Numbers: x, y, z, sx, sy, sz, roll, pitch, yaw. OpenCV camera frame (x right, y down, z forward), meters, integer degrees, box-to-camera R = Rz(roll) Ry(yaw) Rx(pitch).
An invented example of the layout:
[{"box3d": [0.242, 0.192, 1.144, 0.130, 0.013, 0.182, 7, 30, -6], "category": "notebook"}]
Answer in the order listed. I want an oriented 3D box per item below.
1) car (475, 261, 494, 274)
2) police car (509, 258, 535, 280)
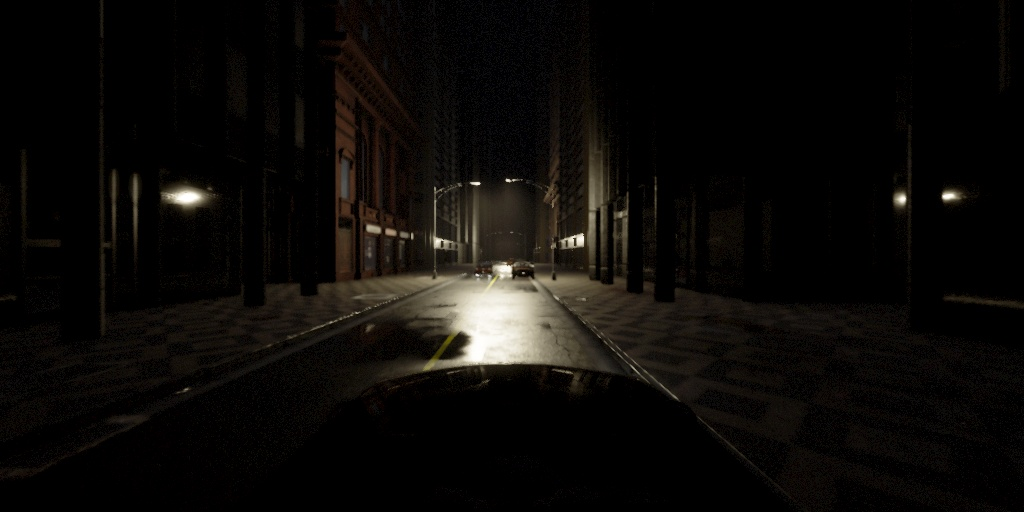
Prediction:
[{"box3d": [-3.063, 1.300, 40.717, 2.033, 1.411, 5.357, 0, 0, 0], "category": "car"}, {"box3d": [0.918, 1.171, 31.416, 1.930, 1.638, 5.238, 0, 0, 0], "category": "police car"}]
